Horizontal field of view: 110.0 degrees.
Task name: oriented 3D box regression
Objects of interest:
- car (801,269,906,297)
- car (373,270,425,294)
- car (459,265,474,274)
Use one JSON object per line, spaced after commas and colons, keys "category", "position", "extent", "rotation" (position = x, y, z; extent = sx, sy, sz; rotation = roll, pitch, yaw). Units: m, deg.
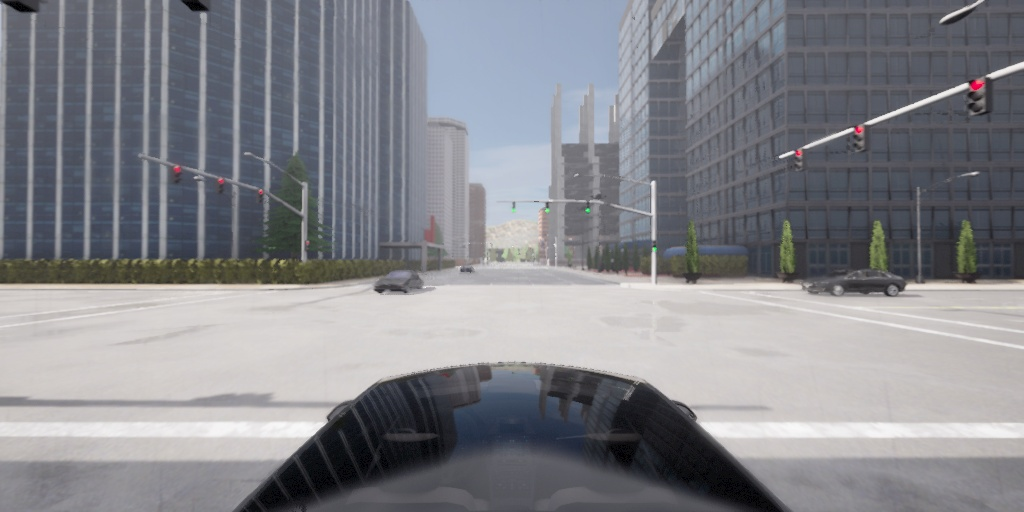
{"category": "car", "position": [19.259, 1.492, 20.365], "extent": [4.892, 1.490, 1.837], "rotation": [0, -1, 2]}
{"category": "car", "position": [-7.001, 1.602, 22.867], "extent": [2.033, 1.411, 5.357], "rotation": [0, 0, 0]}
{"category": "car", "position": [-6.966, 2.046, 55.519], "extent": [1.895, 1.301, 4.718], "rotation": [0, -1, 0]}
